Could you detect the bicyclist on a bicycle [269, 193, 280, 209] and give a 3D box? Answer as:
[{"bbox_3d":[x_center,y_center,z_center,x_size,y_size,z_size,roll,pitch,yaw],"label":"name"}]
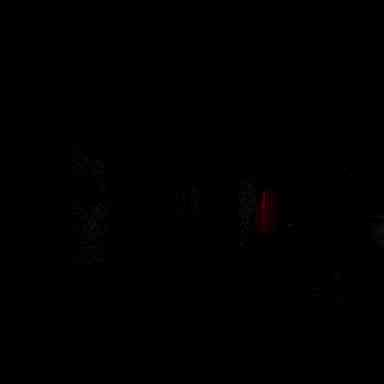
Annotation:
[{"bbox_3d":[8.112,0.941,32.627,1.656,1.620,0.582,-1,1,-36],"label":"bicyclist on a bicycle"}]
